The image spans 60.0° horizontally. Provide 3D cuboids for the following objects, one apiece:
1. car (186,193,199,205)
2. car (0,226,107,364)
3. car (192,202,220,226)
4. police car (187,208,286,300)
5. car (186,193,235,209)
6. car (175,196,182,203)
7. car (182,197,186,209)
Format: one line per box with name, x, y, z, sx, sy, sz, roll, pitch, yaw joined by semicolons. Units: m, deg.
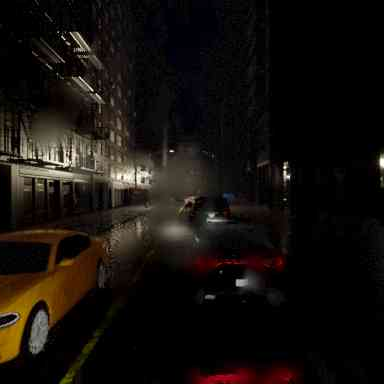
car;0.119;1.274;59.557;2.150;2.045;5.566;0;0;0
car;-2.990;1.478;6.126;1.882;1.535;5.008;0;0;0
car;0.949;1.513;24.443;1.837;1.490;4.892;0;0;0
police car;0.915;1.426;8.552;1.930;1.638;5.238;0;0;0
car;0.937;1.229;18.473;2.150;2.045;5.566;0;0;0
car;-2.852;1.605;74.212;2.033;1.411;5.357;0;0;0
car;0.123;1.384;45.562;2.097;1.767;4.553;0;0;1
